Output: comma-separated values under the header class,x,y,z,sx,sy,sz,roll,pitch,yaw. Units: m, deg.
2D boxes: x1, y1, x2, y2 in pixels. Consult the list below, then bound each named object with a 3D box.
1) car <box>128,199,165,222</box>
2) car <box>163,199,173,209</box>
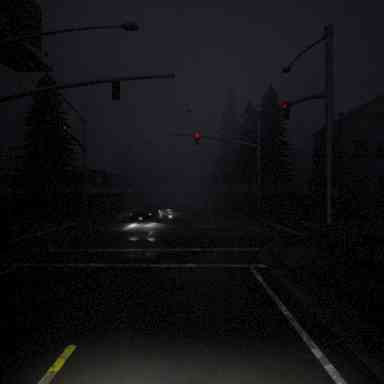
class,x,y,z,sx,sy,sz,roll,pitch,yaw
car,-3.580,1.505,25.782,2.033,1.411,5.357,-1,-1,0
car,-3.537,1.592,44.131,1.895,1.301,4.718,0,0,0
